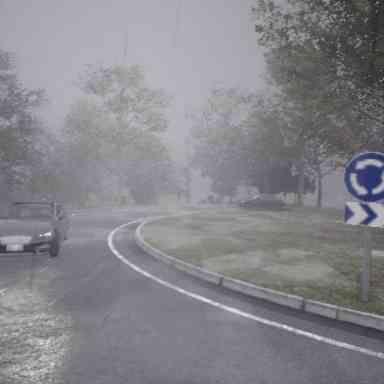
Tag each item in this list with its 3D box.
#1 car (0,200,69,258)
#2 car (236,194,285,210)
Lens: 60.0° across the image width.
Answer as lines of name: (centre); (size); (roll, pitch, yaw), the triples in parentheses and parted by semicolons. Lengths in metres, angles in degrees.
car: (-5.071, 1.044, 10.679); (2.128, 1.511, 4.902); (1, 2, -16)
car: (6.471, 0.892, 31.373); (4.674, 1.442, 1.812); (1, 1, -11)
